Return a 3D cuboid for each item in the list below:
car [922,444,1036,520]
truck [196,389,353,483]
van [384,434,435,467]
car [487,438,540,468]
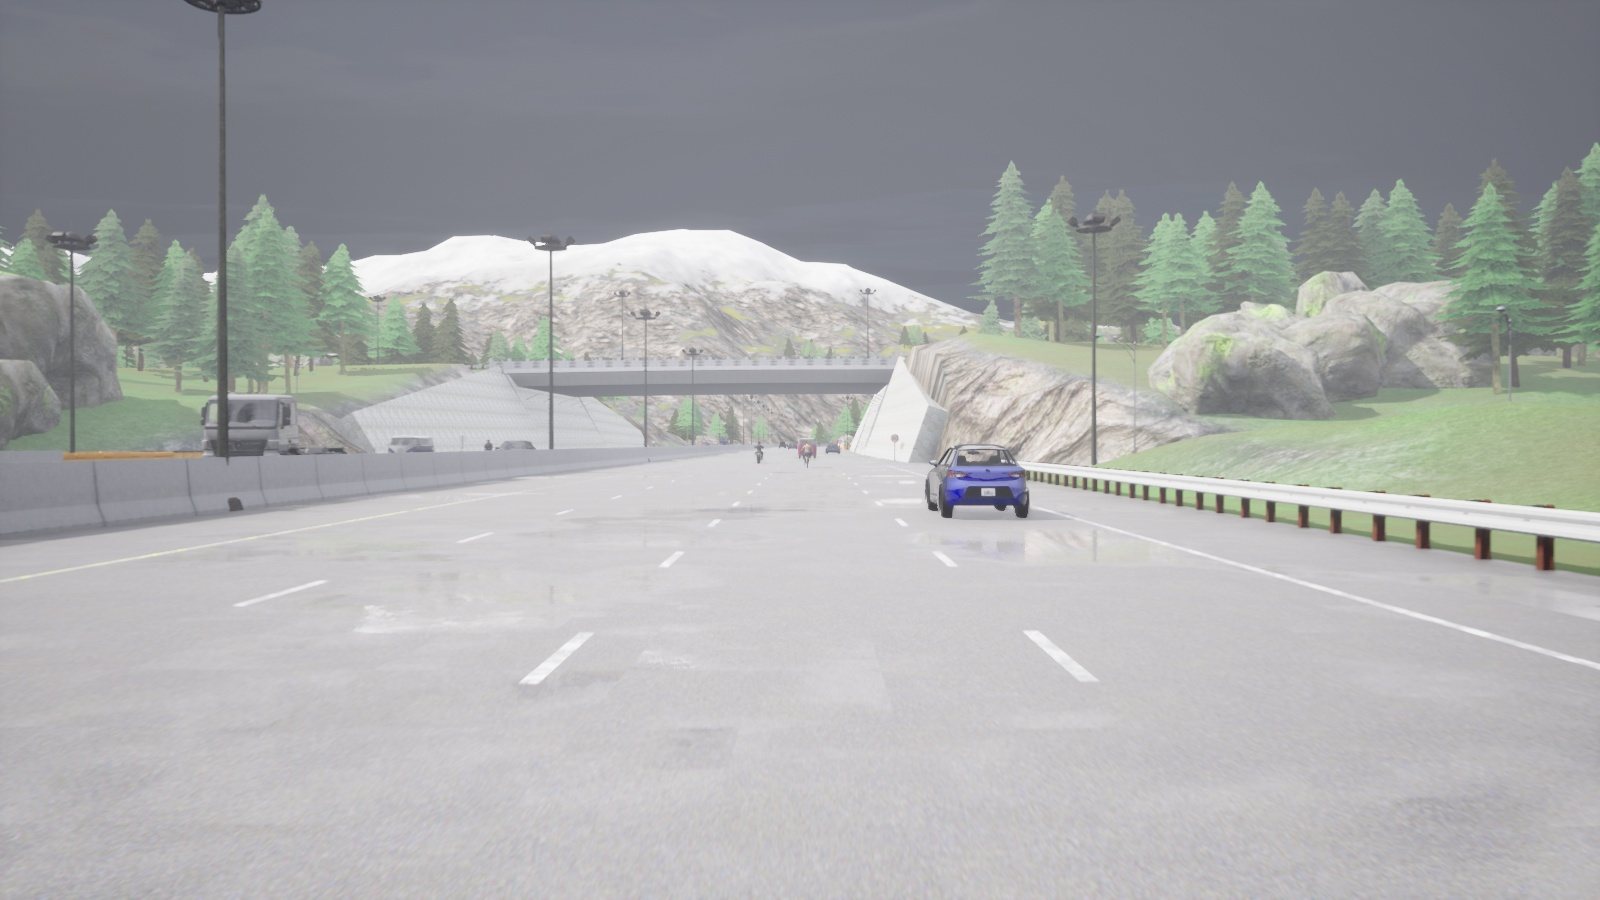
[{"bbox_3d":[3.666,0.614,26.425,1.816,1.474,4.193,0,0,0],"label":"car"},{"bbox_3d":[-20.700,-0.534,50.056,2.891,3.462,7.936,0,0,0],"label":"truck"},{"bbox_3d":[-24.044,0.044,77.487,1.775,1.987,4.442,0,0,0],"label":"van"},{"bbox_3d":[-17.060,0.169,74.867,2.097,1.767,4.553,0,0,0],"label":"car"}]
